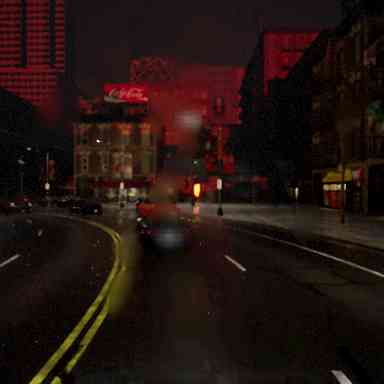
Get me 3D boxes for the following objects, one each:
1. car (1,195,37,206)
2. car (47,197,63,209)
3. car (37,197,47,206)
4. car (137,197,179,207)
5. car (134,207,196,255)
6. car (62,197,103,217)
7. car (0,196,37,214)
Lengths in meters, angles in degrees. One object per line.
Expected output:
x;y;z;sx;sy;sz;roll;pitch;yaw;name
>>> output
-24.864;1.229;47.776;4.674;1.452;2.002;0;0;21;car
-14.064;1.277;38.061;4.902;1.511;2.128;0;0;38;car
-19.603;1.330;45.505;4.718;1.301;1.895;0;0;31;car
-2.661;1.229;25.441;2.097;1.767;4.553;0;0;-29;car
-1.195;1.501;13.162;1.994;1.385;4.181;0;0;-13;car
-9.403;1.365;29.138;1.812;1.442;4.674;0;0;-40;car
-17.223;1.153;31.910;4.553;1.767;2.097;1;1;38;car
